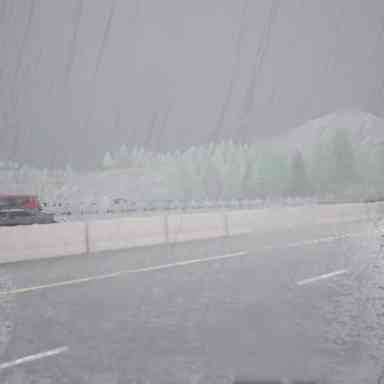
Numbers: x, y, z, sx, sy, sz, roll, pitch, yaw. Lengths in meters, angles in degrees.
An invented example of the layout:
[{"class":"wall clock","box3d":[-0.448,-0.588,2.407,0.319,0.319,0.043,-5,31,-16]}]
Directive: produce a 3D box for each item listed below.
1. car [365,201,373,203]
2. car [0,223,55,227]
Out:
[{"class":"car","box3d":[31.464,1.279,56.400,5.357,1.411,2.033,0,0,-38]},{"class":"car","box3d":[-8.699,1.468,14.985,4.902,1.511,2.128,-1,1,-35]}]
